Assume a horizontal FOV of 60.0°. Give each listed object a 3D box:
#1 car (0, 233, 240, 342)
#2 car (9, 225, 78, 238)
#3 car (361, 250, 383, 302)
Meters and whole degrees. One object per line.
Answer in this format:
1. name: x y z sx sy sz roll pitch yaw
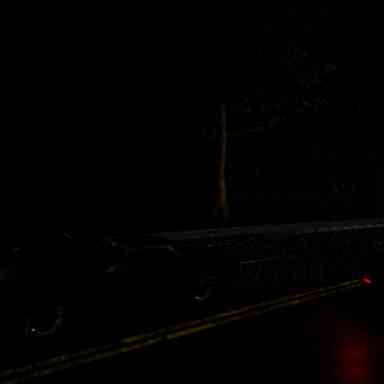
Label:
1. car: -1.407 1.585 6.535 4.718 1.301 1.895 0 0 -34
2. car: -4.186 1.579 8.564 4.718 1.301 1.895 0 0 -35
3. car: 5.356 1.503 6.768 4.674 1.442 1.812 0 0 -32
